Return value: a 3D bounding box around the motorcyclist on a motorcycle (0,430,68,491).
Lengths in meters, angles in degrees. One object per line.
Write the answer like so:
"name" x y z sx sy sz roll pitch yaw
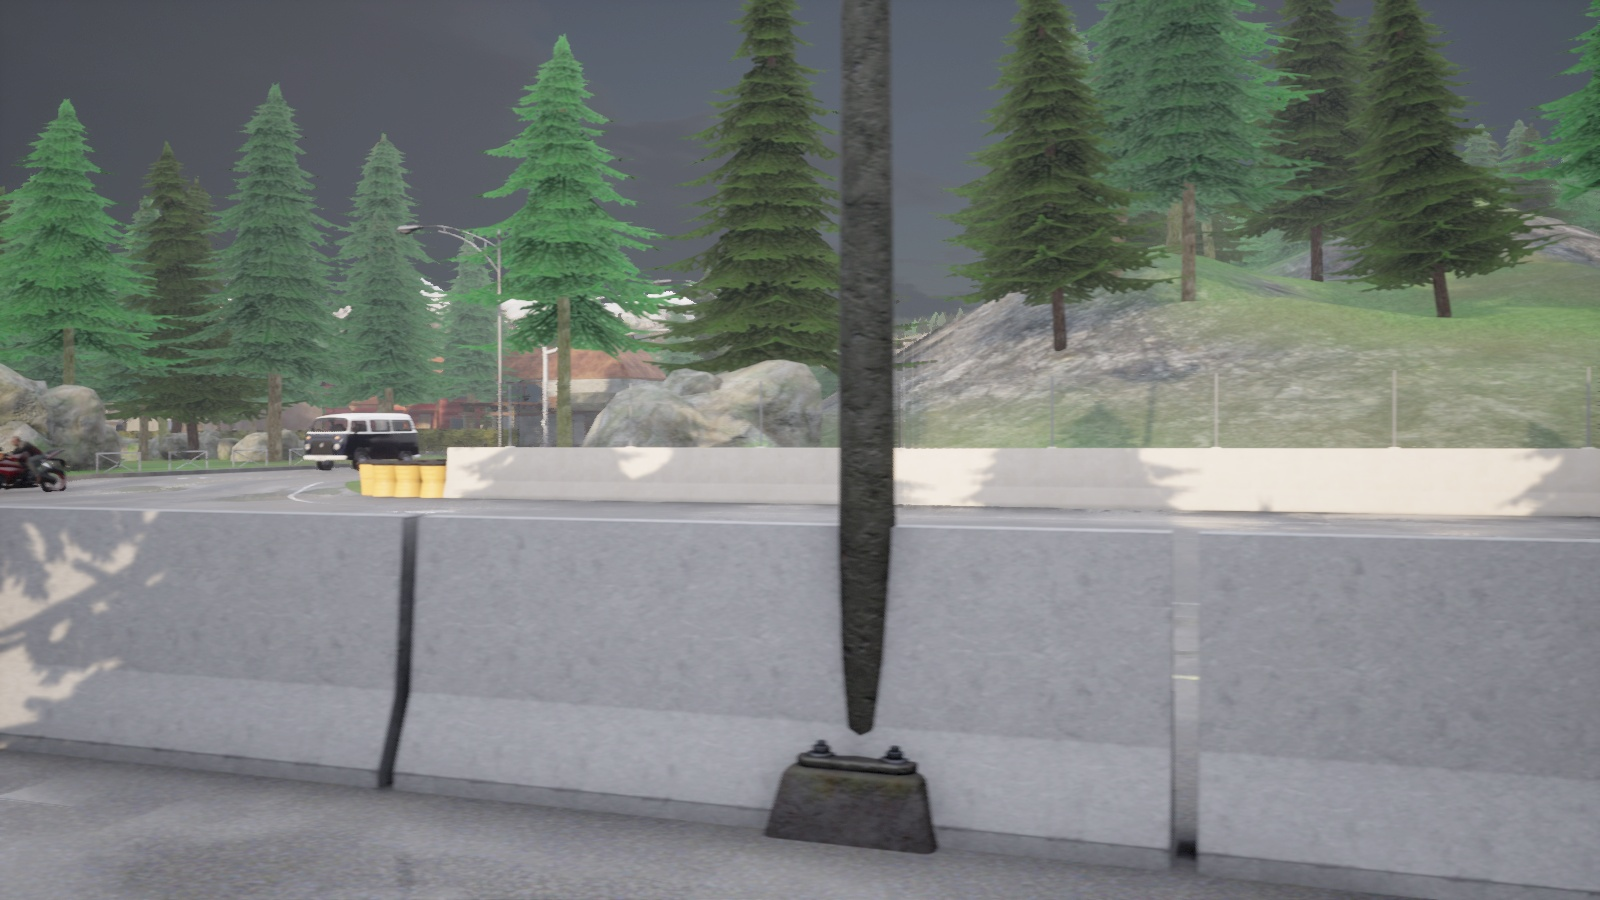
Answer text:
"motorcyclist on a motorcycle" -20.347 0.269 32.554 0.866 1.530 2.191 -1 0 36

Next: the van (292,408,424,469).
"van" -15.571 -0.419 44.534 2.069 2.038 4.480 1 1 19
